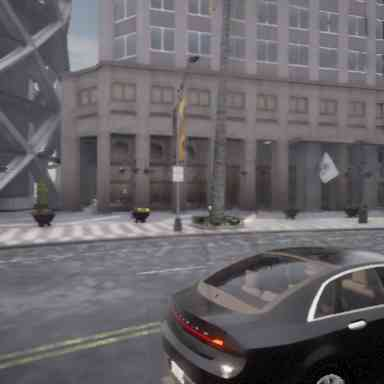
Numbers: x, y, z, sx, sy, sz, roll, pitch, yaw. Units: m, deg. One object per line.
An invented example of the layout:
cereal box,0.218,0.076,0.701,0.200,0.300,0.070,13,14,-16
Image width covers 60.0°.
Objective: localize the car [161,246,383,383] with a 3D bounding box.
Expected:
car,2.009,1.494,4.369,4.892,1.490,1.837,0,0,-27
